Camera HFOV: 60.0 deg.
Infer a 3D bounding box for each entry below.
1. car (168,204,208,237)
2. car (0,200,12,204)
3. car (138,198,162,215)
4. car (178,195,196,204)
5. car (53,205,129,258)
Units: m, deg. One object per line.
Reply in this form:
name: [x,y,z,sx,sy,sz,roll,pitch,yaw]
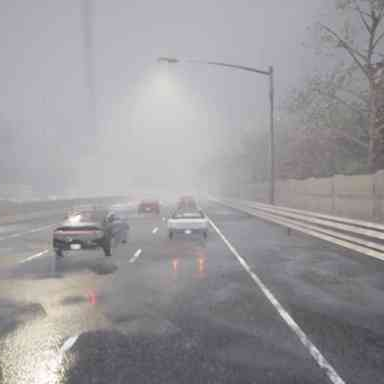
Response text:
car: [-0.214,1.518,17.331,1.895,1.301,4.718,0,0,-1]
car: [-18.152,1.462,30.583,2.128,1.511,4.902,0,0,-1]
car: [-3.980,1.357,32.044,1.882,1.535,5.008,0,0,-1]
car: [-0.624,1.187,39.263,2.097,1.767,4.553,0,0,-1]
car: [-3.613,1.451,12.621,2.128,1.511,4.902,0,0,-1]
